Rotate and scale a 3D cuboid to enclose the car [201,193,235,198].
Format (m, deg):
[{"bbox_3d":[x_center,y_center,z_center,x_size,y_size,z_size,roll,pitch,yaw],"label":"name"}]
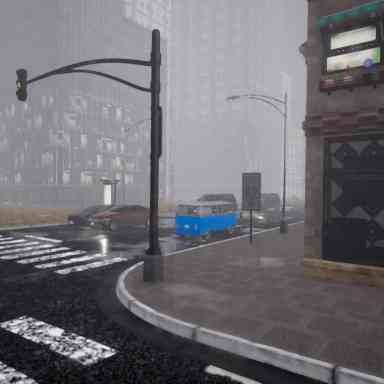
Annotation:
[{"bbox_3d":[1.884,1.143,28.499,2.150,2.045,5.566,1,1,36],"label":"car"}]

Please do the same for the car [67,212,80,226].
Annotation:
[{"bbox_3d":[-6.008,1.467,21.864,1.947,1.339,4.313,1,1,35],"label":"car"}]

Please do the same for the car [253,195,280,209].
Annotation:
[{"bbox_3d":[10.001,1.294,44.422,1.967,1.590,4.097,1,1,35],"label":"car"}]

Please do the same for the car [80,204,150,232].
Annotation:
[{"bbox_3d":[-4.066,1.466,20.120,1.812,1.442,4.674,1,1,37],"label":"car"}]

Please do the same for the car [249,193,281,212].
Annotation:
[{"bbox_3d":[8.076,1.125,37.201,2.150,2.045,5.566,1,1,36],"label":"car"}]

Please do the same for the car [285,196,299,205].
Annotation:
[{"bbox_3d":[16.306,1.364,53.309,1.752,1.417,4.829,1,1,35],"label":"car"}]

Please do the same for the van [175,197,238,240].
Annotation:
[{"bbox_3d":[0.829,1.368,17.011,1.690,1.788,3.998,1,1,35],"label":"van"}]

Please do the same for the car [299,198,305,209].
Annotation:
[{"bbox_3d":[15.619,1.463,42.433,1.812,1.442,4.674,1,1,36],"label":"car"}]
